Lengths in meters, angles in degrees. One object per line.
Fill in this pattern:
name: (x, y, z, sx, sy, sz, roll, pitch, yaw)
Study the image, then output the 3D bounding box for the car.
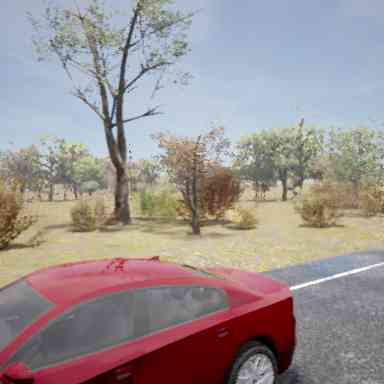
car: (-1.083, 1.477, 3.238, 5.008, 1.535, 1.882, 0, 0, -36)
